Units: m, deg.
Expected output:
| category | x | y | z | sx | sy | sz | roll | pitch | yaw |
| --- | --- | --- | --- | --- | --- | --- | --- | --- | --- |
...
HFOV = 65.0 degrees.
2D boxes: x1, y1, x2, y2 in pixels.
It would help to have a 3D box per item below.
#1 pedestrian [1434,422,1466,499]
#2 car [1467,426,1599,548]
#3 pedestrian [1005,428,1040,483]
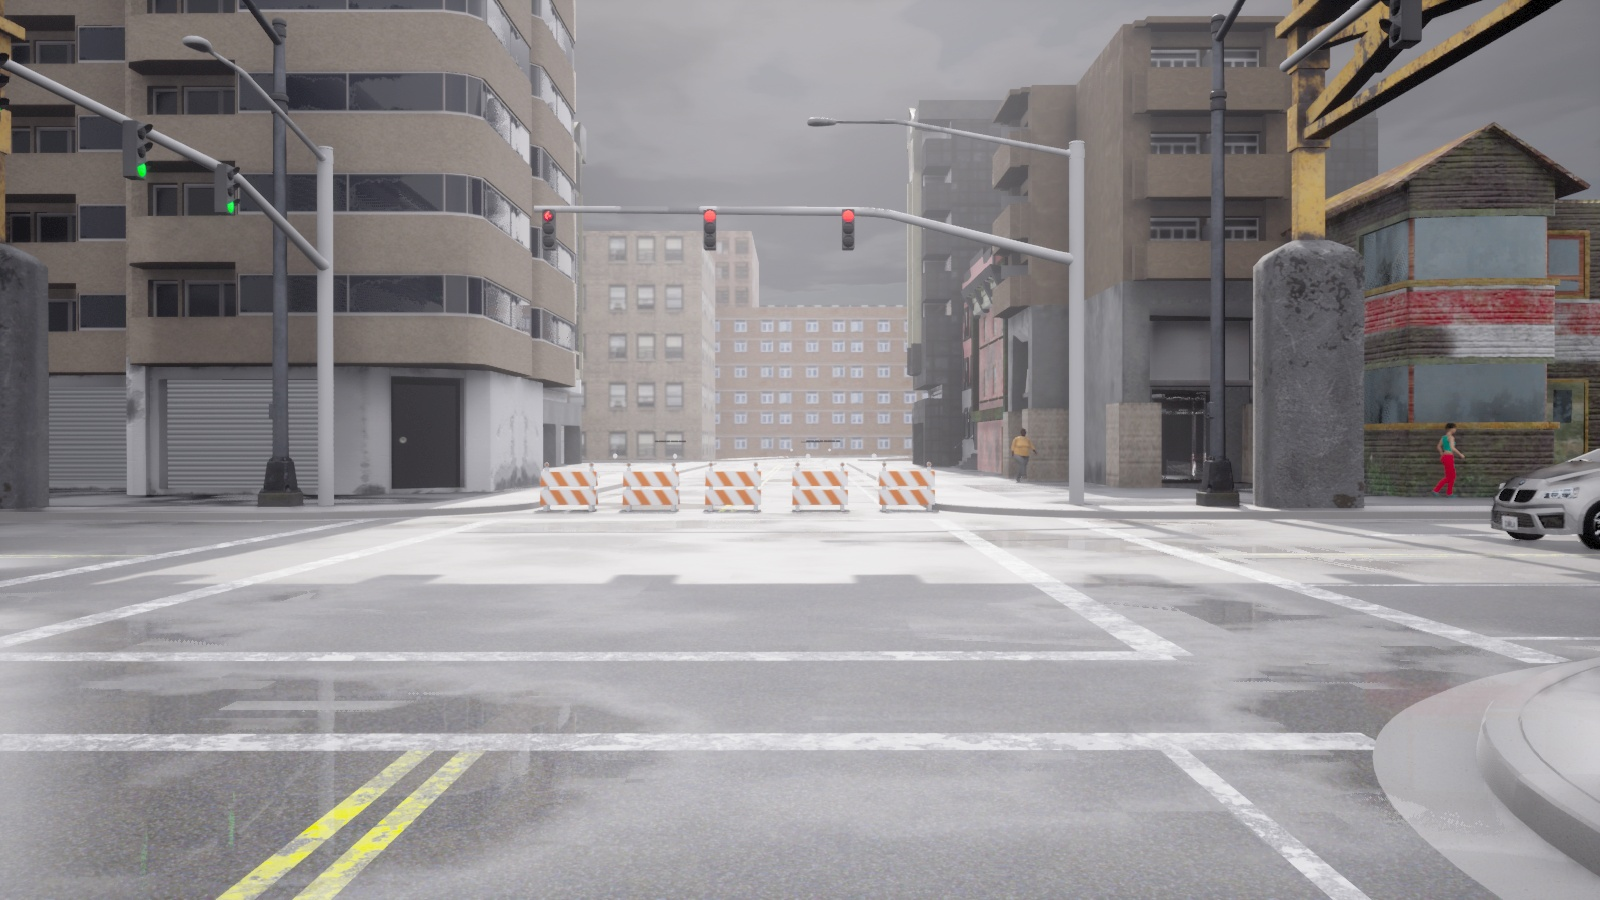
| category | x | y | z | sx | sy | sz | roll | pitch | yaw |
| --- | --- | --- | --- | --- | --- | --- | --- | --- | --- |
| pedestrian | 15.535 | 0.255 | 30.015 | 0.594 | 1.836 | 0.345 | 0 | 0 | 9 |
| car | 12.583 | 0.498 | 18.226 | 4.611 | 1.667 | 2.242 | 0 | 0 | 0 |
| pedestrian | 7.511 | 0.178 | 42.405 | 0.874 | 1.855 | 0.900 | 0 | 0 | -13 |
